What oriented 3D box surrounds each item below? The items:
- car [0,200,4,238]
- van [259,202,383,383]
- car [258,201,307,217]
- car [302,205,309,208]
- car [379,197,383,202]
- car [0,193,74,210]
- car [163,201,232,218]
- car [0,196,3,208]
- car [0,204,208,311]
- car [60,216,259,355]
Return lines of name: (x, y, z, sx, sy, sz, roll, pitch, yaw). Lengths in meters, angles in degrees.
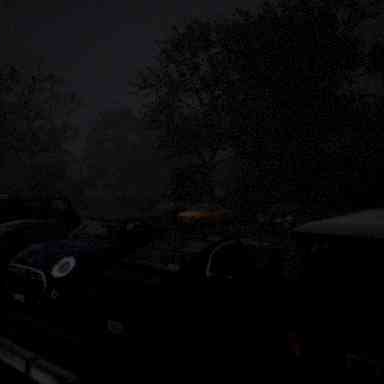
car: (-11.014, 1.261, 14.349, 2.185, 1.767, 4.553, 0, 0, 35)
van: (2.776, 1.262, 4.717, 1.878, 1.987, 4.442, 0, 0, 35)
car: (5.371, 1.325, 18.819, 2.185, 1.767, 4.553, 0, 0, 35)
car: (7.599, 1.497, 17.160, 2.163, 1.488, 4.792, 0, 0, 35)
car: (9.894, 1.233, 15.597, 2.435, 2.045, 5.566, 0, 0, 35)
car: (-6.444, 1.169, 11.101, 2.435, 2.045, 5.566, 0, 0, 35)
car: (0.723, 1.415, 21.861, 1.946, 1.575, 5.366, 0, 0, 35)
car: (-26.521, 1.259, 41.474, 2.002, 1.452, 4.674, 0, 0, 35)
car: (-1.842, 1.328, 7.899, 2.185, 1.767, 4.553, 0, 0, 35)
car: (0.419, 1.472, 6.243, 2.231, 1.521, 4.892, 0, 0, 35)
